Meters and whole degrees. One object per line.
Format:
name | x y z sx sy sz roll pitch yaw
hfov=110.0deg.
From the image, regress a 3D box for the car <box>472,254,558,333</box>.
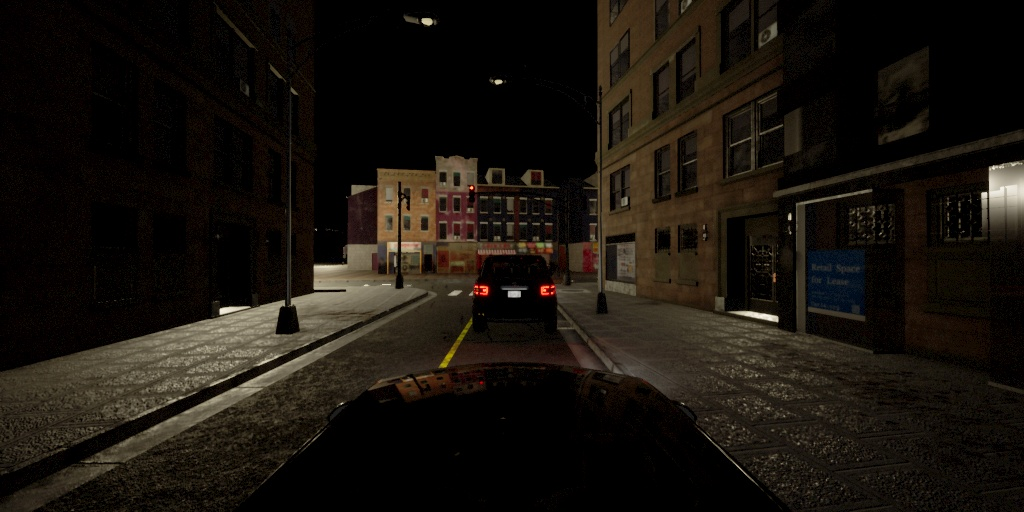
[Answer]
car | 0.096 0.972 10.940 2.150 2.045 5.566 0 0 1
